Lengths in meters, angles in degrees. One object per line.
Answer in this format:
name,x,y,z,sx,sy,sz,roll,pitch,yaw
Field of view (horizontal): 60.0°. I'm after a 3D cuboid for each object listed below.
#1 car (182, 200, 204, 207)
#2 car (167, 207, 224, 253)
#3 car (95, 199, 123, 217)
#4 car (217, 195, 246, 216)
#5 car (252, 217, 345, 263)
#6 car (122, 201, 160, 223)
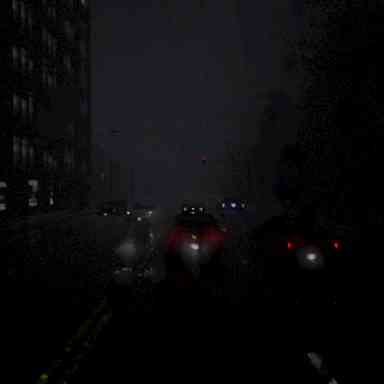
car,0.091,1.359,28.228,1.895,1.301,4.718,0,0,0
car,0.094,1.487,13.121,1.895,1.301,4.718,0,1,0
car,-6.602,1.307,28.051,2.033,1.411,5.357,0,0,0
car,3.340,1.105,28.842,2.097,1.767,4.553,0,1,0
car,3.341,1.501,11.508,1.895,1.301,4.718,0,0,0
car,-3.353,1.400,23.414,1.895,1.301,4.718,0,0,0
